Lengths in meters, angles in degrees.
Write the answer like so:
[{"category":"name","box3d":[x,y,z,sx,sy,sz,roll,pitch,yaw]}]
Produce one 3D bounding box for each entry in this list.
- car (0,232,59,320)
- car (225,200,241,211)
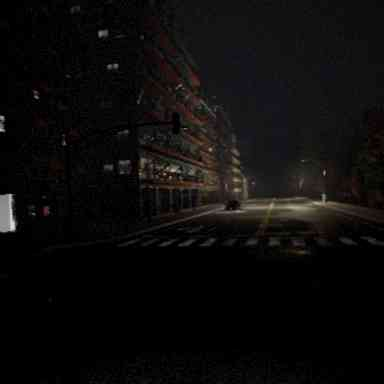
[{"category":"car","box3d":[-4.524,1.670,5.916,2.097,1.767,4.553,-3,-1,14]},{"category":"car","box3d":[5.727,1.906,46.083,1.837,1.490,4.892,-3,1,14]}]
